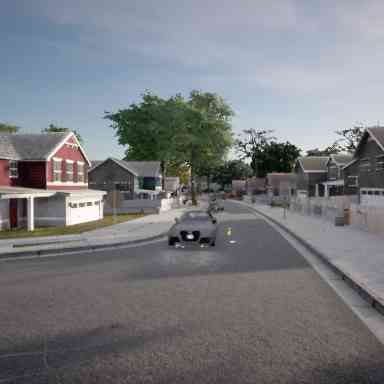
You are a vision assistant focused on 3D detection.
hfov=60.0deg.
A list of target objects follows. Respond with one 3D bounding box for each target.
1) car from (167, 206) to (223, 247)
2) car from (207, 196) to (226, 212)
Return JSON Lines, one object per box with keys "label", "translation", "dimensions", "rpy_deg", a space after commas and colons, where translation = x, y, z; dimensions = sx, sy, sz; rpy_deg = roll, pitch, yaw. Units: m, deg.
{"label": "car", "translation": [0.193, 1.575, 15.104], "dimensions": [1.994, 1.385, 4.181], "rpy_deg": [0, 0, 8]}
{"label": "car", "translation": [2.903, 1.591, 39.218], "dimensions": [1.837, 1.490, 4.892], "rpy_deg": [0, 0, 5]}
